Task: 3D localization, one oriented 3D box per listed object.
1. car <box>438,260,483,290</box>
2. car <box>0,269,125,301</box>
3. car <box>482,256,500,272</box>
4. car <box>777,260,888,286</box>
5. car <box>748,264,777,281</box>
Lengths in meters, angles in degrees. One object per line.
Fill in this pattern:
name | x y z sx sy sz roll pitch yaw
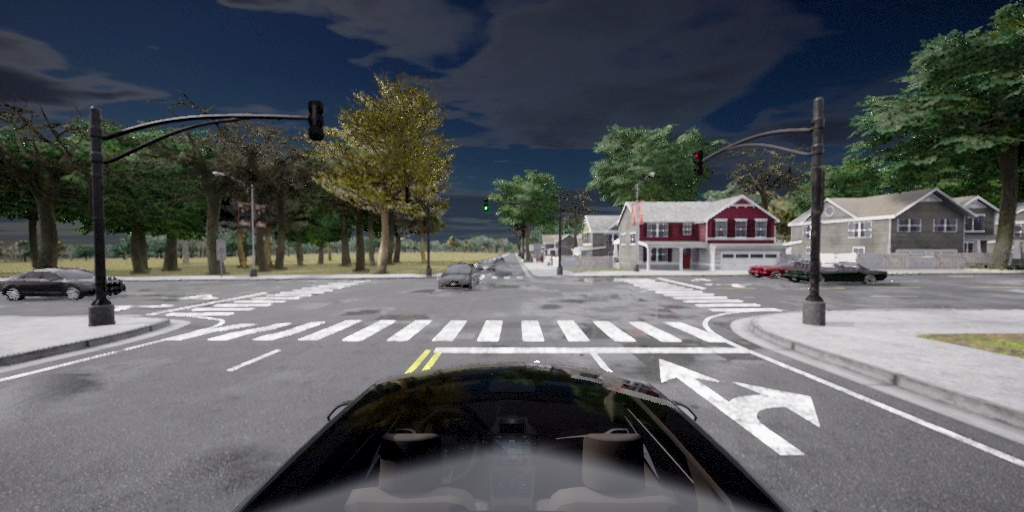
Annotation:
car | -3.024 1.183 21.120 1.837 1.490 4.892 0 1 1
car | -22.505 1.399 18.068 4.892 1.490 1.837 0 1 1
car | -2.776 1.035 40.619 2.128 1.511 4.902 0 1 0
car | 18.819 1.030 21.068 4.718 1.301 1.895 0 1 1
car | 18.818 0.946 24.317 4.718 1.301 1.895 0 1 1
